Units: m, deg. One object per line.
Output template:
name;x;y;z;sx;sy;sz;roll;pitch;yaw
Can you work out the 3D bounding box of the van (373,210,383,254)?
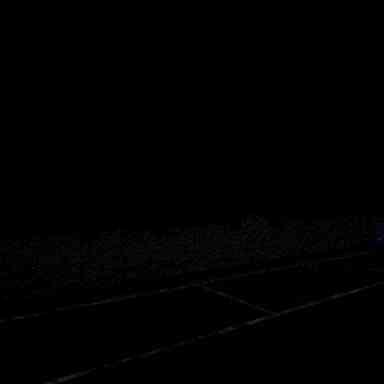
van;8.615;1.497;12.791;3.998;1.788;1.690;1;0;-35
